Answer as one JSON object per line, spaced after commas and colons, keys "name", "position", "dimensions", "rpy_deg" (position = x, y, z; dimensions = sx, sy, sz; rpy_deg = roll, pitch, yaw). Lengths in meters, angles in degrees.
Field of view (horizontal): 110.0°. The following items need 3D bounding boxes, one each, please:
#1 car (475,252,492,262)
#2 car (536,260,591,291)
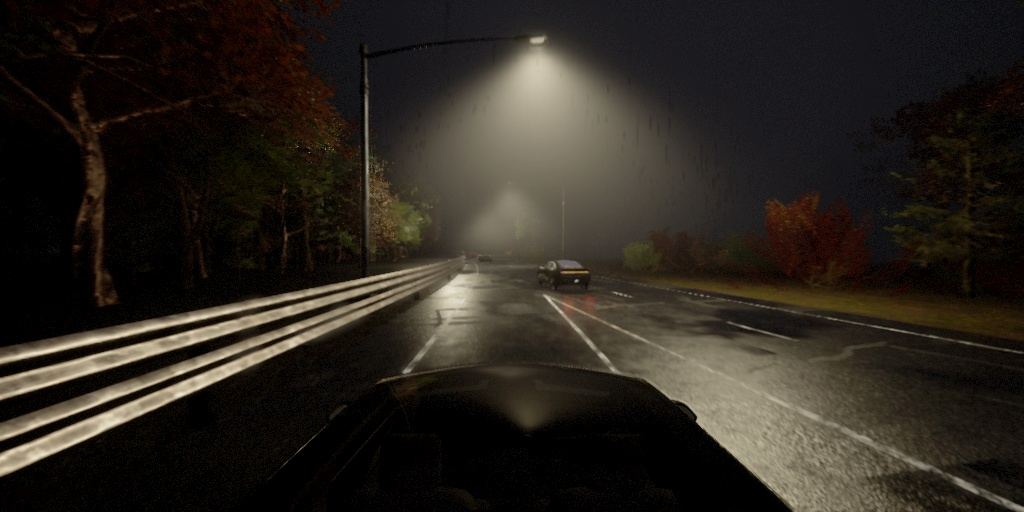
{"name": "car", "position": [-4.540, 0.328, 59.149], "dimensions": [1.994, 1.385, 4.181], "rpy_deg": [0, 1, -10]}
{"name": "car", "position": [2.667, 0.963, 19.524], "dimensions": [2.128, 1.511, 4.902], "rpy_deg": [0, 1, -10]}
